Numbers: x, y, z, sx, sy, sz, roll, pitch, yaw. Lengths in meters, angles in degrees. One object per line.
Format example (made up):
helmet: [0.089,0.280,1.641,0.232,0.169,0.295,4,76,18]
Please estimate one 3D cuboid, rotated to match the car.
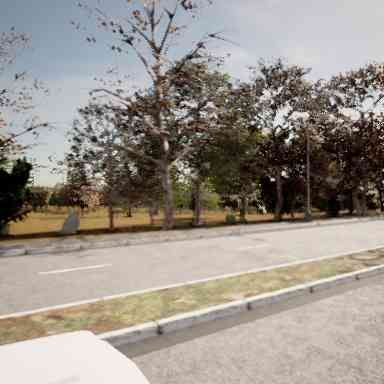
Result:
car: [-2.311,1.590,1.483,4.718,1.301,1.895,1,0,-36]
